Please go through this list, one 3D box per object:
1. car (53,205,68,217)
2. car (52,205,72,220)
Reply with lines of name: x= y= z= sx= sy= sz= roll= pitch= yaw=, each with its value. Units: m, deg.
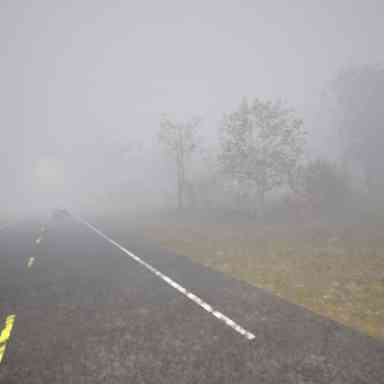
car: x=-19.132 y=2.659 z=48.351 sx=1.812 sy=1.442 sz=4.674 roll=-3 pitch=0 yaw=-22
car: x=-15.552 y=2.447 z=39.826 sx=1.812 sy=1.442 sz=4.674 roll=-3 pitch=0 yaw=-22
